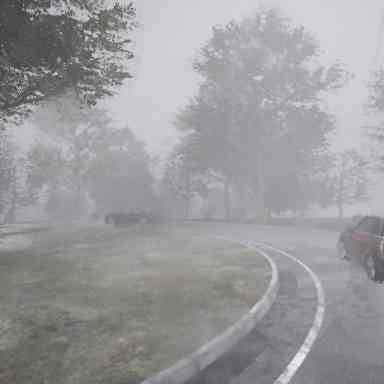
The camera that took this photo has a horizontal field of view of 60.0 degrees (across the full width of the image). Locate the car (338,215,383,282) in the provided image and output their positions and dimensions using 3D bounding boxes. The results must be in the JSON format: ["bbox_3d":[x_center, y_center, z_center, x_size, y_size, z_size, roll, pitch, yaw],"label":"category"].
[{"bbox_3d":[5.999,1.456,10.110,2.097,1.767,4.553,-1,-1,11],"label":"car"}]

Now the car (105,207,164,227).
[{"bbox_3d":[-4.759,1.965,27.298,5.008,1.535,1.882,-1,-2,22],"label":"car"}]
